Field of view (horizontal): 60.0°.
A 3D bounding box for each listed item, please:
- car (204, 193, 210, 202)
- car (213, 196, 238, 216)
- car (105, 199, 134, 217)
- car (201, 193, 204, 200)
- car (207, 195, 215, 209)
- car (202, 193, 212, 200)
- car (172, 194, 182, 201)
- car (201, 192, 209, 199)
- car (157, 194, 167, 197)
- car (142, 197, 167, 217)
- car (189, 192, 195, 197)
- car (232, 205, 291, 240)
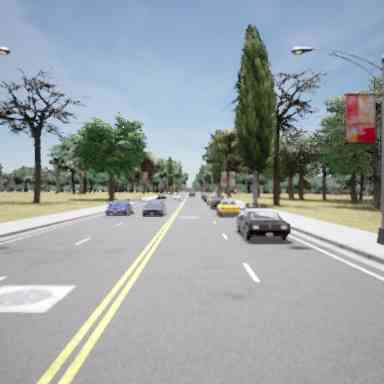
[{"bbox_3d":[3.270,1.238,52.587,1.801,1.575,5.366,0,0,0],"label":"car"},{"bbox_3d":[3.262,1.352,30.590,1.801,1.575,5.366,0,0,0],"label":"car"},{"bbox_3d":[-6.585,1.422,30.634,1.812,1.442,4.674,0,0,0],"label":"car"},{"bbox_3d":[3.274,1.202,63.395,1.812,1.442,4.674,0,1,0],"label":"car"},{"bbox_3d":[3.266,1.357,41.400,1.837,1.490,4.892,0,0,0],"label":"car"},{"bbox_3d":[3.278,1.048,74.424,2.163,1.488,4.792,0,1,0],"label":"car"},{"bbox_3d":[-3.223,1.083,71.361,1.812,1.442,4.674,0,1,0],"label":"car"},{"bbox_3d":[3.282,0.893,85.395,1.882,1.535,5.008,0,1,0],"label":"car"},{"bbox_3d":[-6.473,1.123,71.748,1.895,1.301,4.718,0,1,0],"label":"car"},{"bbox_3d":[-3.337,1.445,30.321,2.033,1.411,5.357,0,0,0],"label":"car"},{"bbox_3d":[0.036,0.654,94.517,1.882,1.535,5.008,0,1,0],"label":"car"},{"bbox_3d":[3.356,1.547,16.550,1.895,1.301,4.718,0,0,0],"label":"car"}]
